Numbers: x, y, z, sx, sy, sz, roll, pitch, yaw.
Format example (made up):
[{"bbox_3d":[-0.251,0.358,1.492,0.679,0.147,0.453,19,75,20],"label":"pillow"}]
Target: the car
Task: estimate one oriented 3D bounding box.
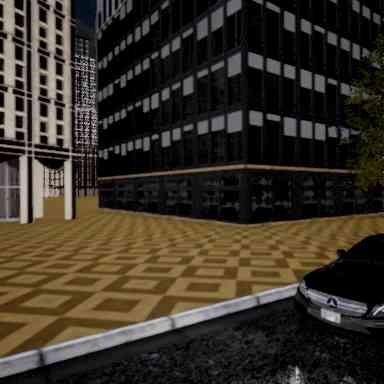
[{"bbox_3d":[3.899,1.524,6.143,4.674,1.442,1.812,0,0,-35],"label":"car"}]
